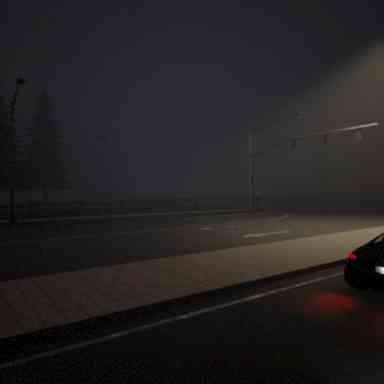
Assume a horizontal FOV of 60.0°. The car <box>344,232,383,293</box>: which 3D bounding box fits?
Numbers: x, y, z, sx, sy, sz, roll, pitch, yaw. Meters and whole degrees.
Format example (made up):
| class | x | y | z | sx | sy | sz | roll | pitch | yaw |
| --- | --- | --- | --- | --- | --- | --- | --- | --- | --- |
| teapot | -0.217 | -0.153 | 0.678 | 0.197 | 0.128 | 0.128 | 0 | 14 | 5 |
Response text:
| class | x | y | z | sx | sy | sz | roll | pitch | yaw |
| --- | --- | --- | --- | --- | --- | --- | --- | --- | --- |
| car | 5.368 | 1.472 | 7.606 | 4.181 | 1.385 | 1.994 | -1 | 0 | -35 |
